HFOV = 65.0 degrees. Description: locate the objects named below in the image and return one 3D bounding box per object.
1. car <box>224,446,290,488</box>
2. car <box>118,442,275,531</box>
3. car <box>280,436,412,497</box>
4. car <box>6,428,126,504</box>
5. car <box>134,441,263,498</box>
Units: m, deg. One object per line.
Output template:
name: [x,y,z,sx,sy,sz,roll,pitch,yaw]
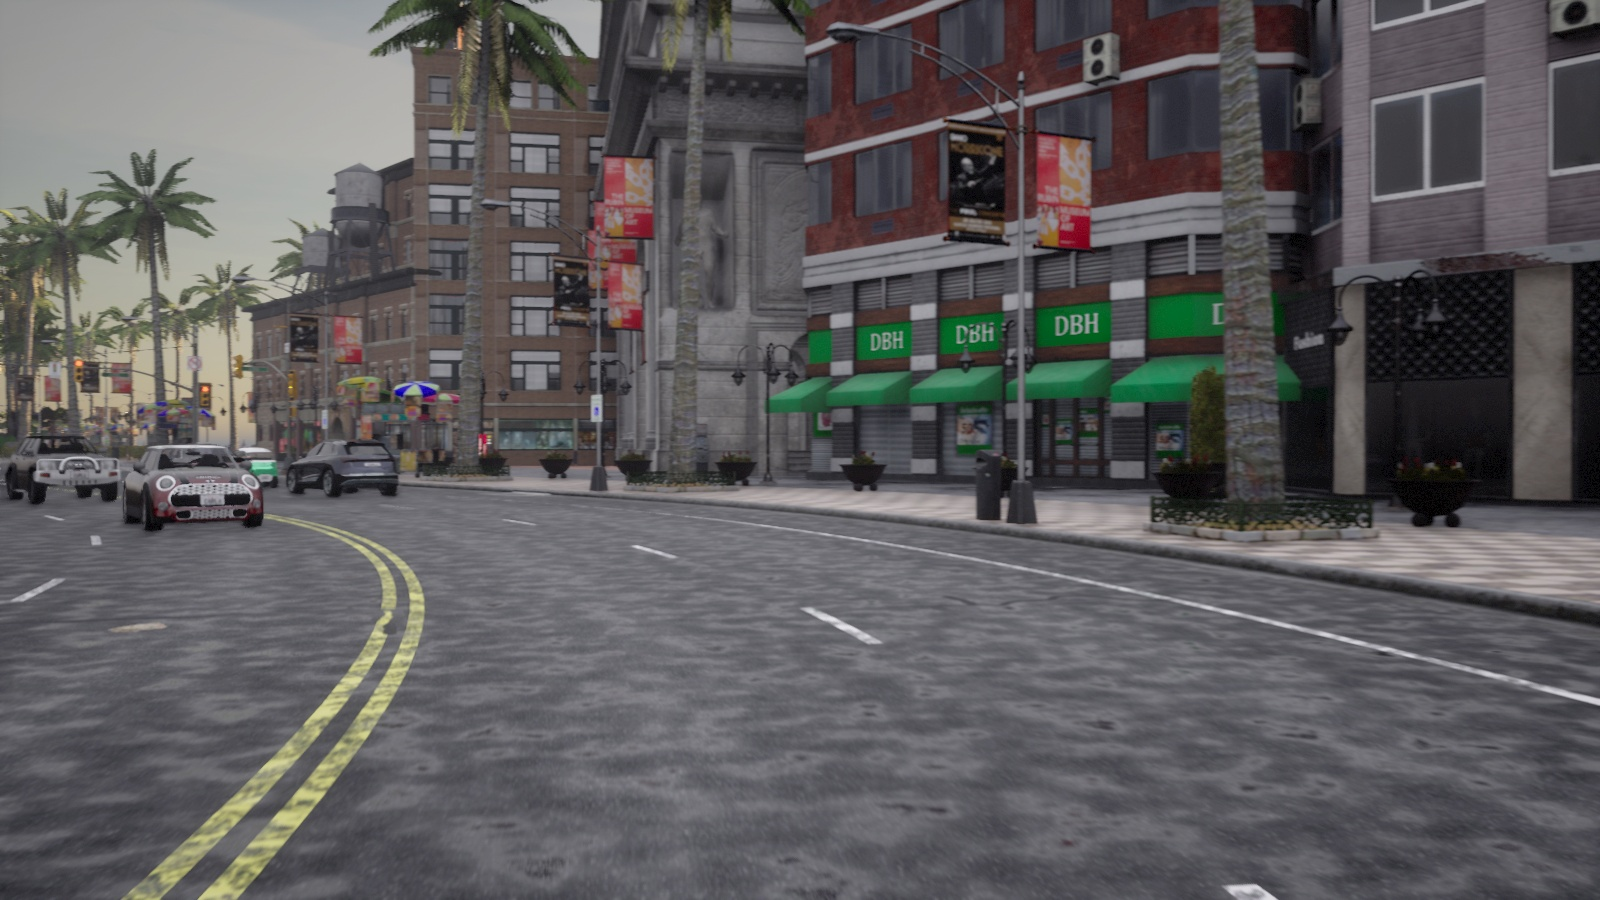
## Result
car: [-18.531,0.568,42.818,1.481,1.376,2.207,0,0,-41]
car: [-11.056,0.587,22.878,1.970,1.475,3.806,0,0,-35]
car: [-13.371,0.471,36.836,2.033,1.649,4.856,0,0,-41]
car: [-19.404,0.383,33.112,1.932,1.855,4.605,0,0,-41]
car: [-17.349,0.506,36.086,2.128,1.511,4.902,0,0,-41]
